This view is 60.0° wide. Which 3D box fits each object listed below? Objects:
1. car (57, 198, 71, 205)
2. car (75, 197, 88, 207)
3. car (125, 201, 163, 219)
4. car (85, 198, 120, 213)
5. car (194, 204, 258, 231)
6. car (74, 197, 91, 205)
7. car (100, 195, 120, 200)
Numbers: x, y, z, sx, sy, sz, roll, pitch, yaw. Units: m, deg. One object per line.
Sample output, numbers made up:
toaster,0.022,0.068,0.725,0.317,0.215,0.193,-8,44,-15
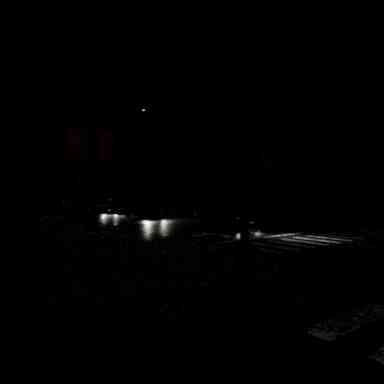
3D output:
car,-25.088,1.819,65.136,1.994,1.385,4.181,0,0,-36
car,-17.139,1.808,54.060,1.895,1.301,4.718,0,0,-36
car,-4.478,1.578,30.495,1.882,1.535,5.008,0,0,-35
car,-10.475,1.741,38.867,1.895,1.301,4.718,0,0,-36
car,2.070,1.550,21.369,2.128,1.511,4.902,0,0,-36
car,-21.818,1.760,66.155,1.837,1.490,4.892,0,0,-36
car,-13.811,1.432,54.991,2.150,2.045,5.566,0,0,-36
